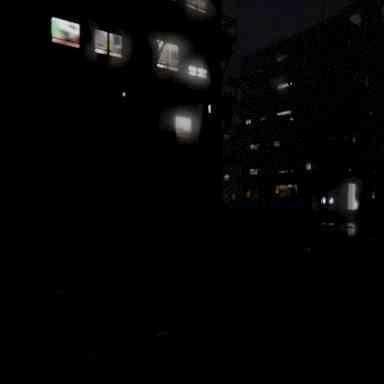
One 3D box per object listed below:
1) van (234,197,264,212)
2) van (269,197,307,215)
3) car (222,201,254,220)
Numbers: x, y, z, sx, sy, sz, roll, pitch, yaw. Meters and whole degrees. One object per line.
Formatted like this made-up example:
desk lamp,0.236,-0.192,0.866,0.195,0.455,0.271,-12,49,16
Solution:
van,6.540,1.479,39.030,1.690,1.788,3.998,-2,0,-36
van,9.854,1.405,34.513,1.690,1.788,3.998,-2,0,-36
car,3.116,1.736,29.598,1.802,1.307,4.206,-2,0,-36
